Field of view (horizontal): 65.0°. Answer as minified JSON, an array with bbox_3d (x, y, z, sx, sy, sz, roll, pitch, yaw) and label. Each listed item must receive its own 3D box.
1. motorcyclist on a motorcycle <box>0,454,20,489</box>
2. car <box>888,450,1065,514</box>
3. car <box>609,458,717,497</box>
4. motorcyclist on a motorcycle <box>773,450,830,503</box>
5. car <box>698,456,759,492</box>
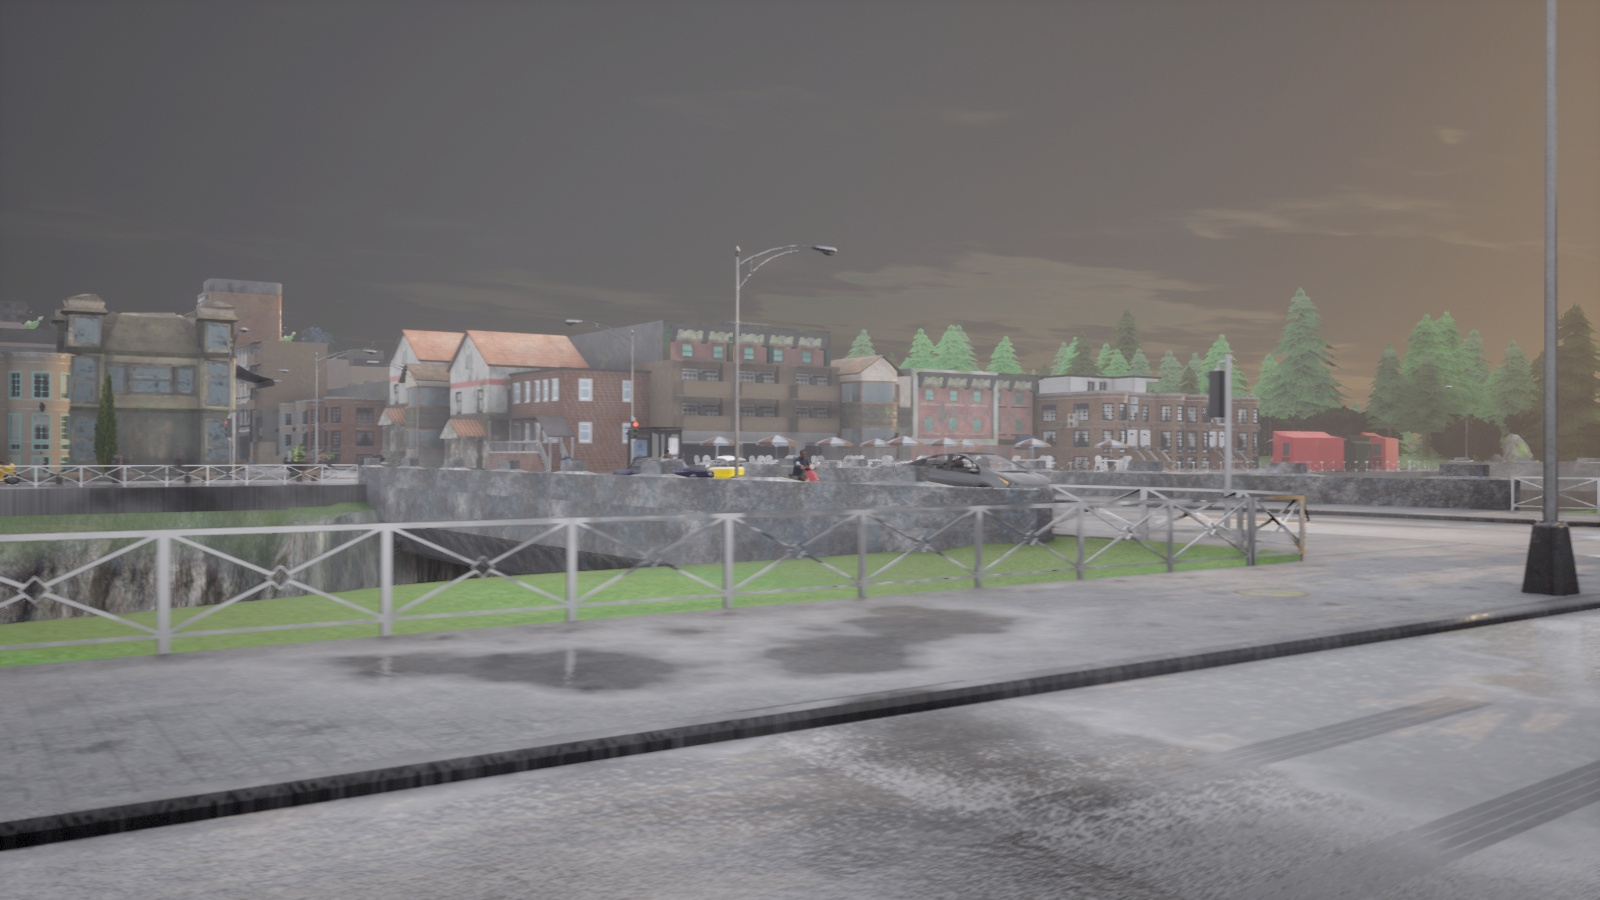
[{"bbox_3d":[-35.314,0.936,54.890,2.044,1.523,0.797,0,0,-35],"label":"motorcyclist on a motorcycle"},{"bbox_3d":[4.423,0.761,32.201,2.007,1.525,4.514,0,0,-34],"label":"car"},{"bbox_3d":[-5.047,0.968,45.725,1.895,1.301,4.718,0,0,-35],"label":"car"},{"bbox_3d":[0.039,0.792,38.427,0.866,1.590,1.817,0,0,-35],"label":"motorcyclist on a motorcycle"},{"bbox_3d":[-2.840,0.927,49.556,1.481,1.376,2.207,0,0,-35],"label":"car"}]
